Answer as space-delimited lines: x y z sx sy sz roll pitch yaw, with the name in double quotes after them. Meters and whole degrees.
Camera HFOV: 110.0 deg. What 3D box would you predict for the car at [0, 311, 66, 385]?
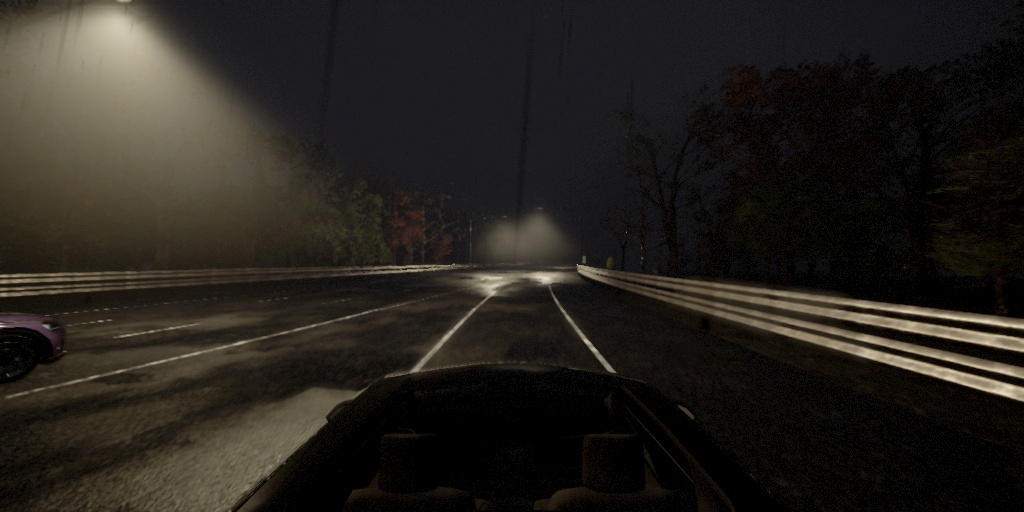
-8.983 1.162 4.207 2.033 1.649 4.856 0 0 11 "car"
